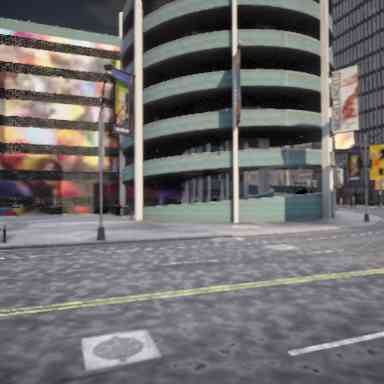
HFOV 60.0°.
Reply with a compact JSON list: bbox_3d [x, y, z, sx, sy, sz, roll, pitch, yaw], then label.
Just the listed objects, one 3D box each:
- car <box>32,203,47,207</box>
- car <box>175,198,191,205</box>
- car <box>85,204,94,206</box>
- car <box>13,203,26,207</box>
[{"bbox_3d":[-21.632,2.343,47.193,2.002,1.452,4.674,0,-1,-21],"label":"car"},{"bbox_3d":[-1.766,2.326,68.158,2.435,2.045,5.566,0,-1,-21],"label":"car"},{"bbox_3d":[-18.782,2.726,60.851,1.895,1.301,4.718,0,-1,-21],"label":"car"},{"bbox_3d":[-29.785,2.673,57.152,2.161,1.482,4.786,0,-1,-21],"label":"car"}]
